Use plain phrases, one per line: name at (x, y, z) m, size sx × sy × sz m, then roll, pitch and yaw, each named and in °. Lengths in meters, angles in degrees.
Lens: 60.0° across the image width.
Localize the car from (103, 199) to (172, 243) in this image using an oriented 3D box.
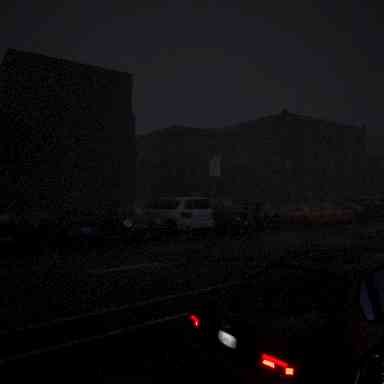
car at (-3.269, 1.385, 16.634) m, size 2.185 × 1.767 × 4.553 m, roll 0°, pitch 0°, yaw -36°

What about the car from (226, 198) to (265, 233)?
car at (1.247, 1.293, 19.796) m, size 2.435 × 2.045 × 5.566 m, roll 0°, pitch 0°, yaw -36°

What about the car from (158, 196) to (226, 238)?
car at (-1.027, 1.276, 18.236) m, size 2.435 × 2.045 × 5.566 m, roll 0°, pitch 0°, yaw -36°

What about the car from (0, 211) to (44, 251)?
car at (-7.727, 1.491, 13.395) m, size 2.097 × 1.535 × 5.008 m, roll 0°, pitch 0°, yaw -36°

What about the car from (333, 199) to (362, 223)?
car at (10.091, 1.605, 26.394) m, size 1.946 × 1.575 × 5.366 m, roll 0°, pitch 0°, yaw -36°

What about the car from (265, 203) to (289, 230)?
car at (3.490, 1.436, 21.399) m, size 2.185 × 1.767 × 4.553 m, roll 0°, pitch 0°, yaw -36°

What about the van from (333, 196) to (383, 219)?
van at (14.751, 1.405, 29.361) m, size 1.878 × 1.987 × 4.442 m, roll 0°, pitch 0°, yaw -36°

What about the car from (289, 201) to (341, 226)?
car at (7.847, 1.590, 24.787) m, size 1.946 × 1.575 × 5.366 m, roll 0°, pitch 0°, yaw -36°

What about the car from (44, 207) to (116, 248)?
car at (-5.510, 1.530, 15.026) m, size 2.163 × 1.488 × 4.792 m, roll 0°, pitch 0°, yaw -36°

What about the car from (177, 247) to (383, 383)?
car at (2.399, 1.558, 4.843) m, size 5.357 × 1.411 × 2.033 m, roll 0°, pitch 0°, yaw -35°

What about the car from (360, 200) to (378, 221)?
car at (12.441, 1.660, 27.847) m, size 2.002 × 1.452 × 4.674 m, roll 0°, pitch 0°, yaw -36°
